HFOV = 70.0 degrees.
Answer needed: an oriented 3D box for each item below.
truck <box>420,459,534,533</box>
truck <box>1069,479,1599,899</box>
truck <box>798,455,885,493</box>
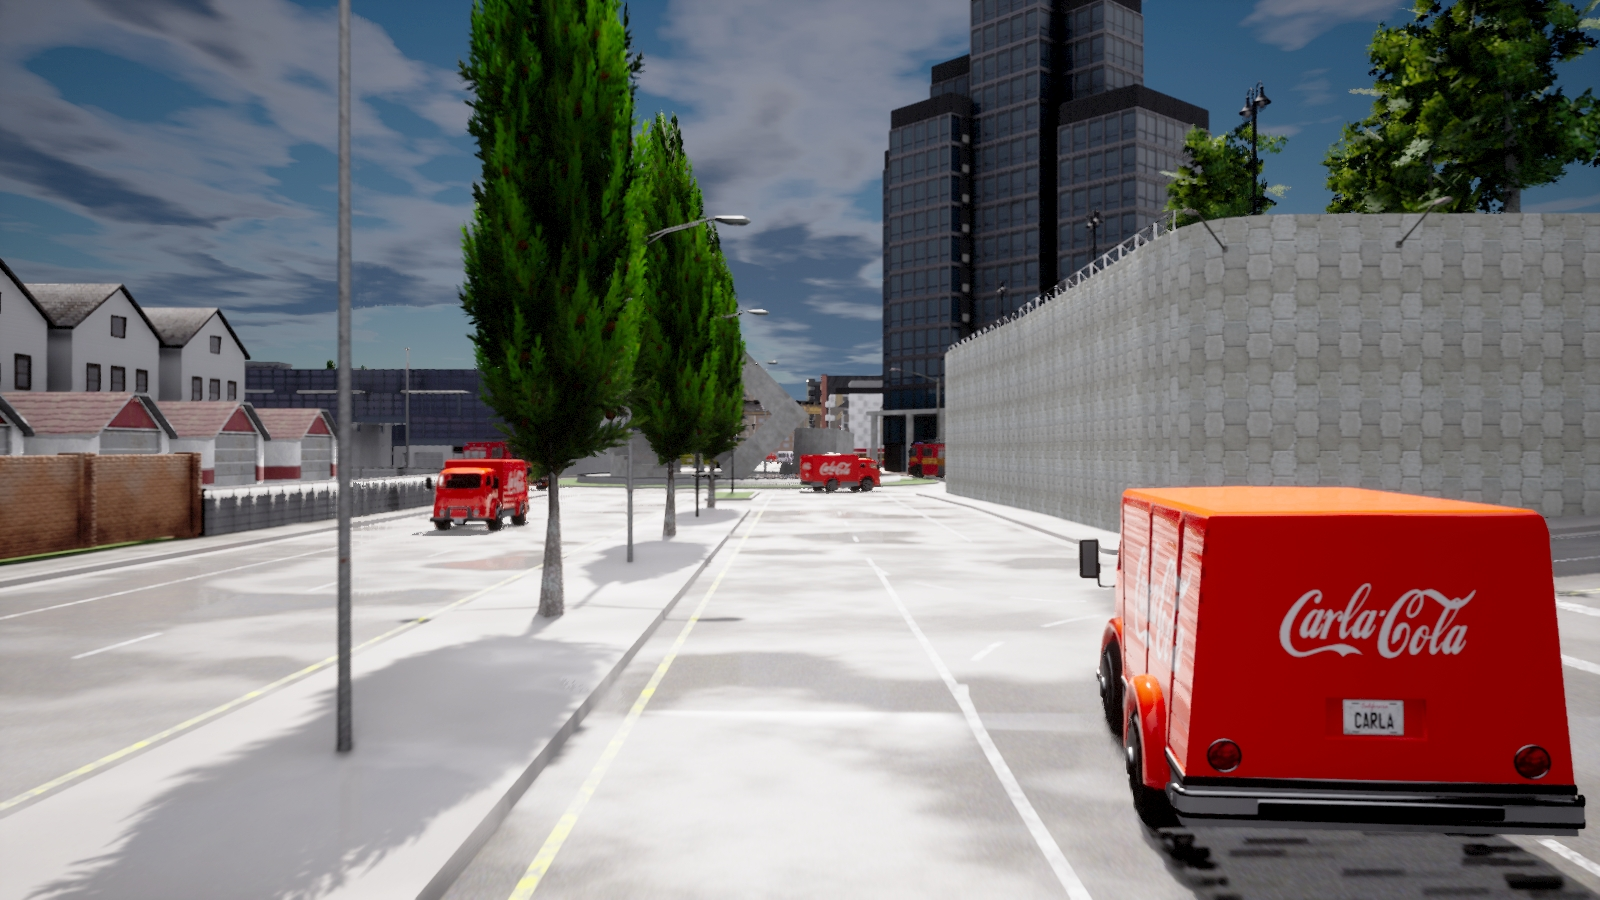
[{"bbox_3d":[-11.493,1.568,41.077,2.627,2.467,5.204,0,0,0],"label":"truck"},{"bbox_3d":[3.918,1.563,9.653,2.627,2.467,5.204,-1,0,7],"label":"truck"},{"bbox_3d":[2.801,1.568,76.937,5.204,2.467,2.627,0,0,-22],"label":"truck"}]
